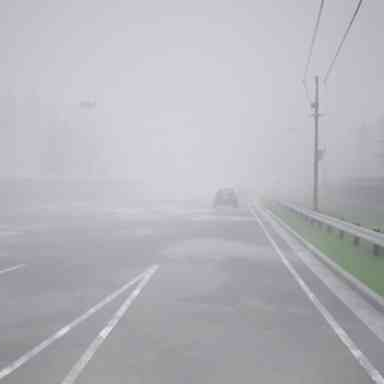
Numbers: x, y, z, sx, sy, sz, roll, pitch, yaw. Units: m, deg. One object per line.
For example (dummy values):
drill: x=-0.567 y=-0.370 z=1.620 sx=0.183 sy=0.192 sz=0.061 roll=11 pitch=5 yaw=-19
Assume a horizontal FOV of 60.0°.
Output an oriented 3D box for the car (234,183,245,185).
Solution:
car: x=11.021 y=-1.170 z=79.281 sx=2.150 sy=2.045 sz=5.566 roll=0 pitch=2 yaw=14

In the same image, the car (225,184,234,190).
car: x=10.115 y=-1.360 z=90.207 sx=1.812 sy=1.442 sz=4.674 roll=0 pitch=2 yaw=14

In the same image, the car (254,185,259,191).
car: x=16.610 y=-1.072 z=87.319 sx=1.994 sy=1.385 sz=4.181 roll=0 pitch=2 yaw=14

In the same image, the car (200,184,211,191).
car: x=4.218 y=-0.925 z=80.939 sx=2.128 sy=1.511 sz=4.902 roll=0 pitch=2 yaw=14

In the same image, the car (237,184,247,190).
car: x=13.512 y=-1.331 z=89.368 sx=2.128 sy=1.511 sz=4.902 roll=0 pitch=2 yaw=14

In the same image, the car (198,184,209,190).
car: x=3.319 y=-1.400 z=91.885 sx=2.033 sy=1.411 sz=5.357 roll=0 pitch=2 yaw=14

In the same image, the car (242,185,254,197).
car: x=8.088 y=-0.031 z=52.407 sx=2.033 sy=1.411 sz=5.357 roll=0 pitch=2 yaw=14

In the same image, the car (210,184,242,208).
car: x=3.213 y=0.425 z=30.653 sx=2.097 sy=1.767 sz=4.553 roll=0 pitch=2 yaw=10

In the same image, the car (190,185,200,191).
car: x=0.820 y=-1.000 z=81.776 sx=1.882 sy=1.535 sz=5.008 roll=0 pitch=2 yaw=14

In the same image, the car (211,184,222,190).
car: x=6.717 y=-1.387 z=91.045 sx=2.128 sy=1.511 sz=4.902 roll=0 pitch=2 yaw=14
